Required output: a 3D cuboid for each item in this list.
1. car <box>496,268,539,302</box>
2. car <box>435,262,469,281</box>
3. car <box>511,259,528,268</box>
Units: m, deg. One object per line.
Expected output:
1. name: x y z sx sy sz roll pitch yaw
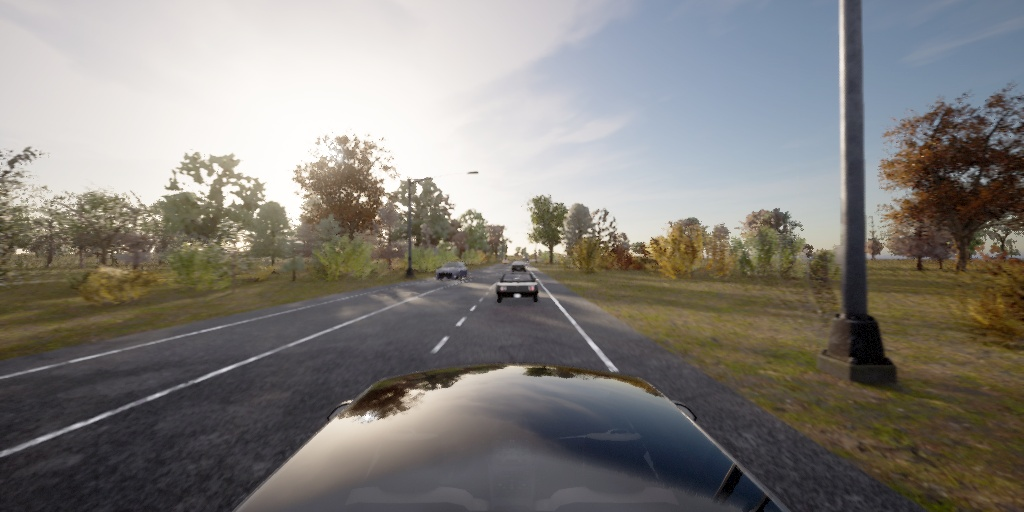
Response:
1. car: 0.275 1.451 17.754 1.895 1.301 4.718 0 0 1
2. car: -5.522 1.321 33.431 2.097 1.767 4.553 0 0 7
3. car: 0.886 1.492 49.361 1.882 1.535 5.008 0 0 1
